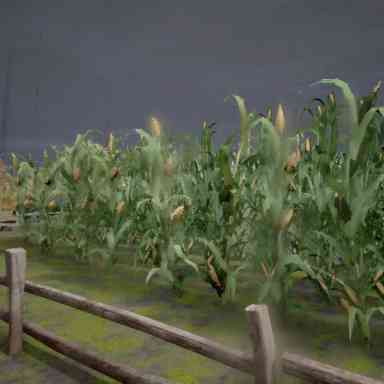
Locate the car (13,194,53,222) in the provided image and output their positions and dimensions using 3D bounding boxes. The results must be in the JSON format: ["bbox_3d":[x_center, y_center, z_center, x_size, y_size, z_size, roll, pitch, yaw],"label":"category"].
[{"bbox_3d":[-11.110,1.187,26.426,2.150,2.045,5.566,0,0,36],"label":"car"}]
